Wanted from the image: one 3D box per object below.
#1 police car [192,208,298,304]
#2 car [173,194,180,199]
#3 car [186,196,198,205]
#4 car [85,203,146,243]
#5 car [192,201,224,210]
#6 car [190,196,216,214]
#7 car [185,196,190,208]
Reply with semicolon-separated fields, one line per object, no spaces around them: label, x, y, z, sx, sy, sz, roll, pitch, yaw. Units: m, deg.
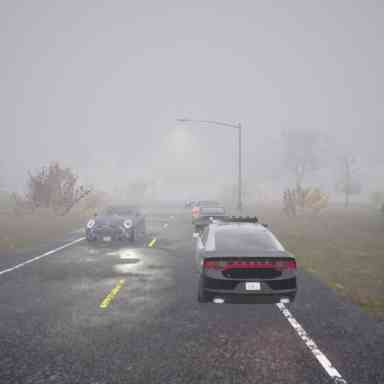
police car;1.053;1.419;8.327;1.930;1.638;5.238;0;0;0
car;-4.351;1.240;95.266;1.812;1.442;4.674;0;0;-2
car;0.018;1.431;58.613;2.033;1.411;5.357;0;0;0
car;-3.494;1.337;15.951;2.097;1.767;4.553;0;0;0
car;1.057;1.488;18.218;1.837;1.490;4.892;0;0;0
car;1.060;1.324;24.190;2.097;1.767;4.553;0;0;0
car;0.049;1.525;45.469;1.895;1.301;4.718;0;0;0
